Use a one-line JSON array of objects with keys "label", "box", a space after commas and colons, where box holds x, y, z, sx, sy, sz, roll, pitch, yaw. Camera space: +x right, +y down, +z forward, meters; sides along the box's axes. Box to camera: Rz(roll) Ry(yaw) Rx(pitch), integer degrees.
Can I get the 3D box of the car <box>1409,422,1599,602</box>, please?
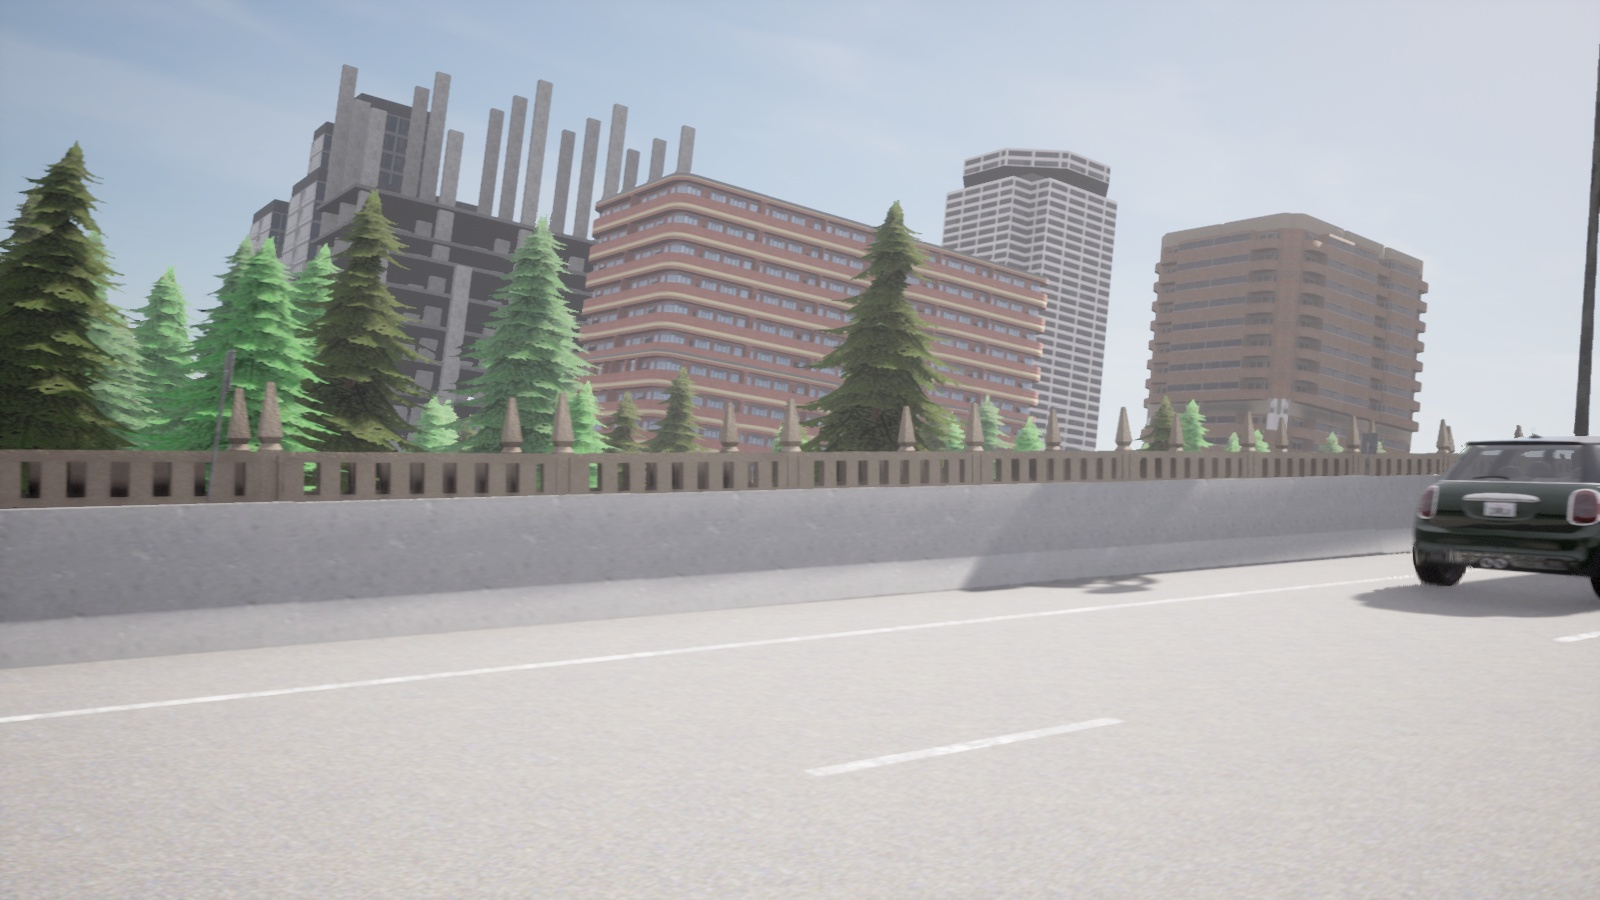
[{"label": "car", "box": [9.208, 0.613, 14.332, 4.553, 1.767, 2.097, 0, 0, -35]}]
